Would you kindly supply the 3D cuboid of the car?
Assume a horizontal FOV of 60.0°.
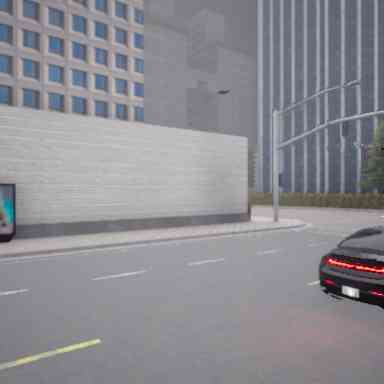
[{"bbox_3d":[4.745,1.490,7.186,4.892,1.490,1.837,0,0,-35],"label":"car"}]
